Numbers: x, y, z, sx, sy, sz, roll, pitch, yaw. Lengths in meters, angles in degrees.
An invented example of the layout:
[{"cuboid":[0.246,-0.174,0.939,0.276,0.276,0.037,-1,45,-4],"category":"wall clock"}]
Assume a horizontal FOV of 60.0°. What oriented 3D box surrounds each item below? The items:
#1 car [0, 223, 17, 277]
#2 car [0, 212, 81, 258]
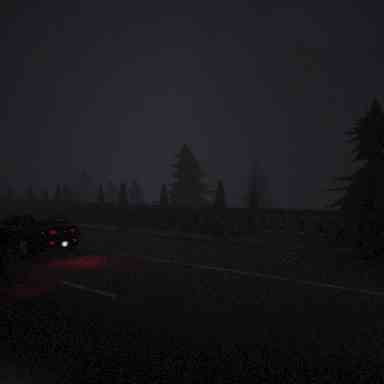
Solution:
[{"cuboid":[-6.800,1.584,8.897,4.181,1.385,1.994,0,0,36],"category":"car"},{"cuboid":[-6.305,1.526,12.905,4.892,1.490,1.837,0,0,37],"category":"car"}]
